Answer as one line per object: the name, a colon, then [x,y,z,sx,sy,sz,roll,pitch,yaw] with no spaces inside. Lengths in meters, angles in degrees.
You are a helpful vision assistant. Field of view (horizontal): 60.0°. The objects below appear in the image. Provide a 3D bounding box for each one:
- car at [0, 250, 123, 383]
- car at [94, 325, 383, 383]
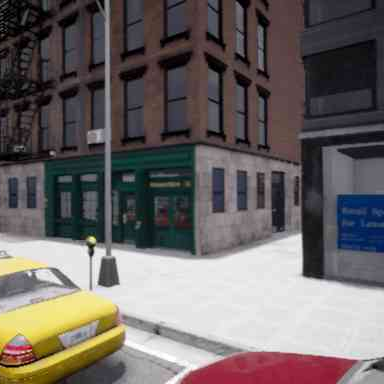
car: [-3.135,1.573,5.047,4.829,1.417,1.752,-1,0,36]
car: [1.629,1.578,1.648,4.206,1.307,1.802,-1,0,36]
